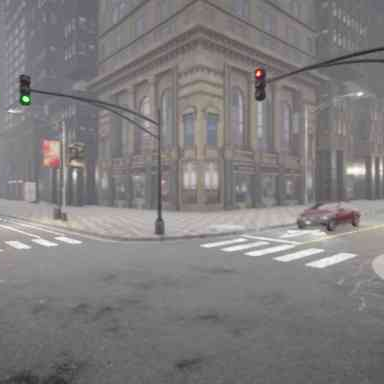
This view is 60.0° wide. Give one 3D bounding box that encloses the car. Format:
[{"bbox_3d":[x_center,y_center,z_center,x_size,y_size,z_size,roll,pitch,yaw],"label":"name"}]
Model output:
[{"bbox_3d":[7.568,1.226,18.216,4.674,1.442,1.812,-1,1,-41],"label":"car"}]
